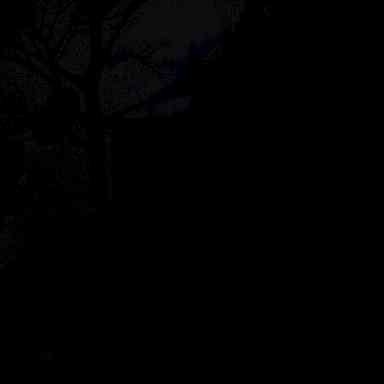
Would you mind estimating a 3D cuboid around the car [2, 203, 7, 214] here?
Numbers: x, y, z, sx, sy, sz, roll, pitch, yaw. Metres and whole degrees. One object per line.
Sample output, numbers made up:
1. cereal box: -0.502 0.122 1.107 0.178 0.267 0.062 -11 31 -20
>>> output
1. car: -21.025 1.586 34.380 1.812 1.442 4.674 1 0 1
